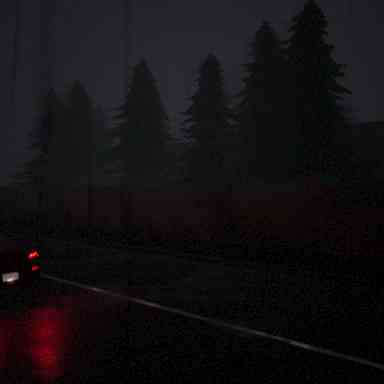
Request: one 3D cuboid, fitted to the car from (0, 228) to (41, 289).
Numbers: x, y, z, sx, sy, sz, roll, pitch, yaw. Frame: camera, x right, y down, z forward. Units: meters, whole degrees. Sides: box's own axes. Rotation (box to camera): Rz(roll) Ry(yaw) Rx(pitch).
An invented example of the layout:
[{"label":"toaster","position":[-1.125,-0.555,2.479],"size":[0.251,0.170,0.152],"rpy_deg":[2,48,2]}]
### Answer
[{"label":"car","position":[-5.419,1.492,7.857],"size":[4.674,1.442,1.812],"rpy_deg":[0,0,35]}]
